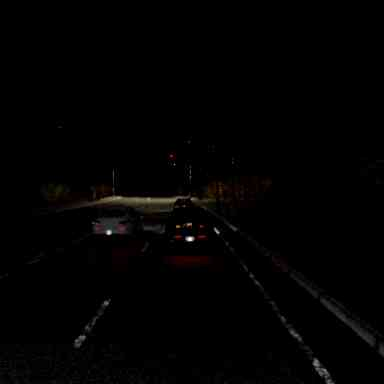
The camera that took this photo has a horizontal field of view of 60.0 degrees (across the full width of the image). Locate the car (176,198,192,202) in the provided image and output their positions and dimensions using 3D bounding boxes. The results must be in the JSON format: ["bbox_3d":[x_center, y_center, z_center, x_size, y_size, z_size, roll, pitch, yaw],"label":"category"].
[{"bbox_3d":[-0.757,1.277,30.402,2.033,1.411,5.357,0,0,-3],"label":"car"}]

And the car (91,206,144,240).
[{"bbox_3d":[-3.431,1.374,15.805,1.812,1.442,4.674,0,1,-2],"label":"car"}]

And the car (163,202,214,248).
[{"bbox_3d":[-0.132,1.368,14.012,1.837,1.490,4.892,0,0,-1],"label":"car"}]

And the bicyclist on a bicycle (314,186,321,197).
[{"bbox_3d":[16.596,-0.153,43.986,0.582,1.620,1.656,-2,0,-4],"label":"bicyclist on a bicycle"}]
